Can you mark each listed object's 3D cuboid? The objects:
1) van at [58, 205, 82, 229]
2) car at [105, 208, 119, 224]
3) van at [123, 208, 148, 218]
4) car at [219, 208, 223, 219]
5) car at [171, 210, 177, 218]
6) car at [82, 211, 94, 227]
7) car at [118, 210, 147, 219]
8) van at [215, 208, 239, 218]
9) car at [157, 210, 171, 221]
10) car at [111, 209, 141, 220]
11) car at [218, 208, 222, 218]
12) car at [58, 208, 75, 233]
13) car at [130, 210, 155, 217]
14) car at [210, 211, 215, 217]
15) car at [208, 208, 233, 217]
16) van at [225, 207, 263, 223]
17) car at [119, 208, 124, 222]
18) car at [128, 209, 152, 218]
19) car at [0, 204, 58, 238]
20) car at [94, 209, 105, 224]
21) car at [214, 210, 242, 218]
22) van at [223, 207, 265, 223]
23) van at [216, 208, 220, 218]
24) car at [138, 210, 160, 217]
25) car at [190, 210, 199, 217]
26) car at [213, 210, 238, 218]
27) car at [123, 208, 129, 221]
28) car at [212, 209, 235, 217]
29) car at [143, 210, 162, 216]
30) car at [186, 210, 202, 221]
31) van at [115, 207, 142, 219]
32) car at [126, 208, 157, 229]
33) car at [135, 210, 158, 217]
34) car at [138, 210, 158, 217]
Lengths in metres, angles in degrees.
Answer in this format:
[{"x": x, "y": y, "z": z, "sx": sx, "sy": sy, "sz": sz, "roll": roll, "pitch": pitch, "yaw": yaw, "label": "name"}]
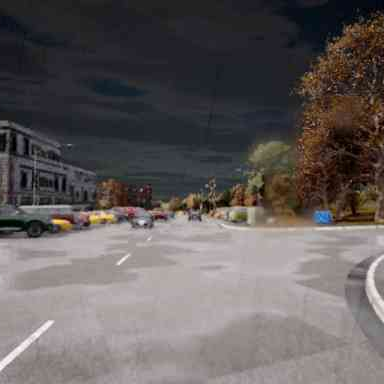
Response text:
[{"x": -11.204, "y": 2.054, "z": 26.039, "sx": 4.442, "sy": 1.987, "sz": 1.878, "roll": 0, "pitch": -3, "yaw": -20, "label": "van"}, {"x": -11.376, "y": 2.868, "z": 37.636, "sx": 5.366, "sy": 1.575, "sz": 1.946, "roll": 0, "pitch": -3, "yaw": -19, "label": "car"}, {"x": -10.838, "y": 4.036, "z": 64.117, "sx": 4.442, "sy": 1.987, "sz": 1.878, "roll": 0, "pitch": -4, "yaw": -19, "label": "van"}, {"x": 6.701, "y": 3.357, "z": 46.208, "sx": 4.674, "sy": 1.452, "sz": 2.002, "roll": 2, "pitch": -3, "yaw": -19, "label": "car"}, {"x": -4.520, "y": 4.358, "z": 65.484, "sx": 1.837, "sy": 1.490, "sz": 4.892, "roll": 0, "pitch": -3, "yaw": 1, "label": "car"}, {"x": -11.313, "y": 2.456, "z": 28.900, "sx": 4.792, "sy": 1.488, "sz": 2.163, "roll": 0, "pitch": -3, "yaw": -20, "label": "car"}, {"x": -10.965, "y": 4.101, "z": 61.132, "sx": 5.008, "sy": 1.535, "sz": 2.097, "roll": 0, "pitch": -3, "yaw": -19, "label": "car"}, {"x": 7.008, "y": 4.198, "z": 66.849, "sx": 4.442, "sy": 1.987, "sz": 1.878, "roll": 2, "pitch": -4, "yaw": -19, "label": "van"}, {"x": -4.731, "y": 3.626, "z": 49.997, "sx": 1.895, "sy": 1.301, "sz": 4.718, "roll": 0, "pitch": -3, "yaw": 1, "label": "car"}, {"x": -11.001, "y": 3.660, "z": 55.288, "sx": 4.553, "sy": 1.767, "sz": 2.185, "roll": 0, "pitch": -3, "yaw": -19, "label": "car"}, {"x": 6.728, "y": 3.511, "z": 49.149, "sx": 4.674, "sy": 1.452, "sz": 2.002, "roll": 2, "pitch": -3, "yaw": -19, "label": "car"}, {"x": -11.158, "y": 2.127, "z": 23.115, "sx": 5.366, "sy": 1.575, "sz": 1.946, "roll": 0, "pitch": -3, "yaw": -20, "label": "car"}, {"x": -10.863, "y": 4.748, "z": 72.848, "sx": 4.892, "sy": 1.521, "sz": 2.231, "roll": 0, "pitch": -4, "yaw": -19, "label": "car"}, {"x": 6.667, "y": 4.089, "z": 60.850, "sx": 5.366, "sy": 1.575, "sz": 1.946, "roll": 2, "pitch": -3, "yaw": -19, "label": "car"}, {"x": 7.021, "y": 4.986, "z": 81.491, "sx": 5.566, "sy": 2.045, "sz": 2.435, "roll": 2, "pitch": -3, "yaw": -19, "label": "car"}, {"x": 6.779, "y": 2.945, "z": 43.328, "sx": 4.442, "sy": 1.987, "sz": 1.878, "roll": 2, "pitch": -3, "yaw": -19, "label": "van"}, {"x": -11.140, "y": 3.052, "z": 40.633, "sx": 4.792, "sy": 1.488, "sz": 2.163, "roll": 0, "pitch": -3, "yaw": -19, "label": "car"}, {"x": -10.917, "y": 4.459, "z": 69.920, "sx": 4.553, "sy": 1.767, "sz": 2.185, "roll": 0, "pitch": -4, "yaw": -19, "label": "car"}, {"x": -11.330, "y": 1.732, "z": 20.142, "sx": 5.566, "sy": 2.045, "sz": 2.435, "roll": 0, "pitch": -3, "yaw": -20, "label": "car"}, {"x": -11.435, "y": 2.571, "z": 31.782, "sx": 5.366, "sy": 1.575, "sz": 1.946, "roll": 0, "pitch": -3, "yaw": -20, "label": "car"}, {"x": 6.862, "y": 4.258, "z": 63.853, "sx": 4.892, "sy": 1.521, "sz": 2.231, "roll": 2, "pitch": -4, "yaw": -19, "label": "car"}, {"x": 6.532, "y": 2.786, "z": 40.301, "sx": 4.442, "sy": 1.987, "sz": 1.878, "roll": 2, "pitch": -3, "yaw": -19, "label": "van"}, {"x": 6.650, "y": 3.397, "z": 52.061, "sx": 4.442, "sy": 1.987, "sz": 1.878, "roll": 2, "pitch": -3, "yaw": -19, "label": "van"}, {"x": -10.914, "y": 5.397, "z": 84.499, "sx": 5.366, "sy": 1.575, "sz": 1.946, "roll": 0, "pitch": -3, "yaw": -19, "label": "car"}, {"x": 0.619, "y": 5.125, "z": 78.811, "sx": 2.128, "sy": 1.511, "sz": 4.902, "roll": 0, "pitch": -3, "yaw": 1, "label": "car"}, {"x": 6.955, "y": 4.612, "z": 69.741, "sx": 4.792, "sy": 1.488, "sz": 2.163, "roll": 2, "pitch": -4, "yaw": -19, "label": "car"}, {"x": -11.136, "y": 3.174, "z": 43.557, "sx": 4.892, "sy": 1.521, "sz": 2.231, "roll": 0, "pitch": -3, "yaw": -19, "label": "car"}, {"x": 6.931, "y": 4.619, "z": 72.669, "sx": 4.553, "sy": 1.767, "sz": 2.185, "roll": 2, "pitch": -4, "yaw": -19, "label": "car"}, {"x": -10.691, "y": 5.730, "z": 90.425, "sx": 4.892, "sy": 1.521, "sz": 2.231, "roll": 0, "pitch": -4, "yaw": -19, "label": "car"}, {"x": 0.434, "y": 3.549, "z": 49.937, "sx": 1.812, "sy": 1.442, "sz": 4.674, "roll": 0, "pitch": -3, "yaw": 1, "label": "car"}, {"x": -11.111, "y": 3.717, "z": 58.173, "sx": 4.442, "sy": 1.987, "sz": 1.878, "roll": 0, "pitch": -3, "yaw": -19, "label": "van"}, {"x": -4.489, "y": 2.504, "z": 30.262, "sx": 2.128, "sy": 1.511, "sz": 4.902, "roll": 0, "pitch": -3, "yaw": -7, "label": "car"}, {"x": -10.809, "y": 5.076, "z": 78.712, "sx": 4.892, "sy": 1.521, "sz": 2.231, "roll": 0, "pitch": -4, "yaw": -20, "label": "car"}, {"x": -10.772, "y": 5.278, "z": 81.635, "sx": 4.674, "sy": 1.452, "sz": 2.002, "roll": 0, "pitch": -4, "yaw": -19, "label": "car"}]
